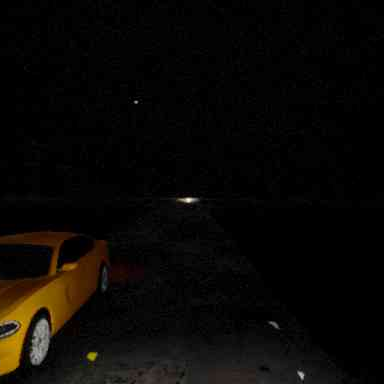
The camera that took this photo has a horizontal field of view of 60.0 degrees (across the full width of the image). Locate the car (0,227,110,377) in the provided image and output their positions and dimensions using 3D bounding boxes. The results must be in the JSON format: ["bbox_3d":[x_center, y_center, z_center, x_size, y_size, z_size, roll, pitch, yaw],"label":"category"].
[{"bbox_3d":[-2.847,1.480,5.850,1.882,1.535,5.008,0,0,0],"label":"car"}]
